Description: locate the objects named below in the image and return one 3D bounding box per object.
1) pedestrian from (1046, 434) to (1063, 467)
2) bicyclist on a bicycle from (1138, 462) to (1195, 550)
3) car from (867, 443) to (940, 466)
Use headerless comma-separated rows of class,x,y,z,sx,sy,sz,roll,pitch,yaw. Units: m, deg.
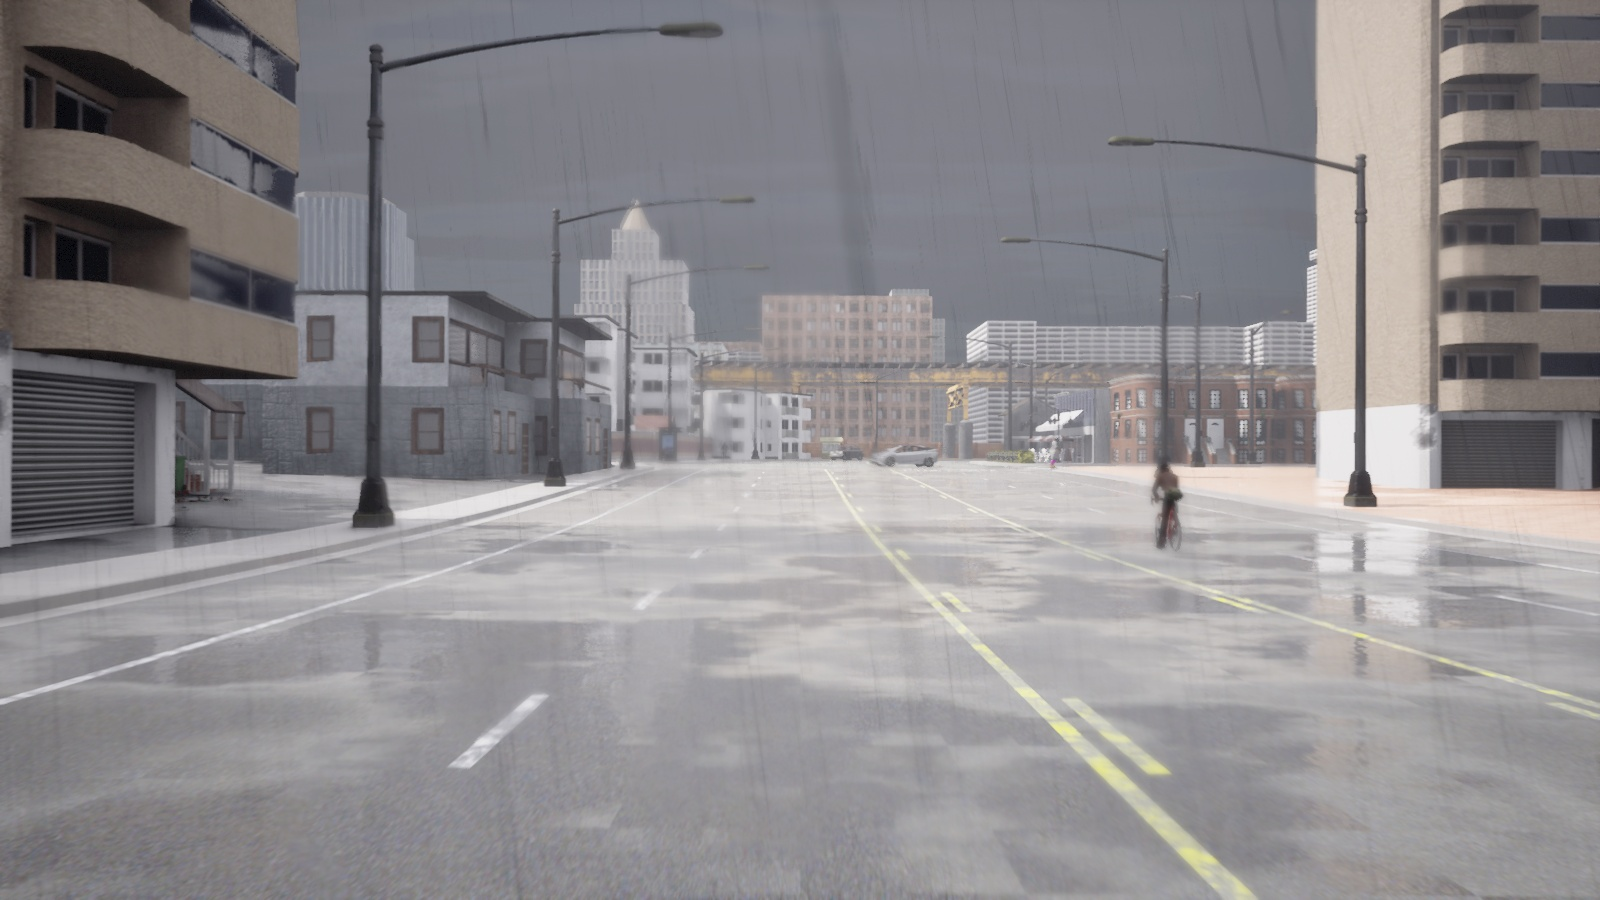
pedestrian,15.425,0.041,76.024,0.873,1.952,0.659,0,0,-4
bicyclist on a bicycle,6.945,1.033,23.854,0.582,1.620,1.656,0,0,0
car,7.001,0.311,84.975,4.514,1.525,2.007,0,0,-19
